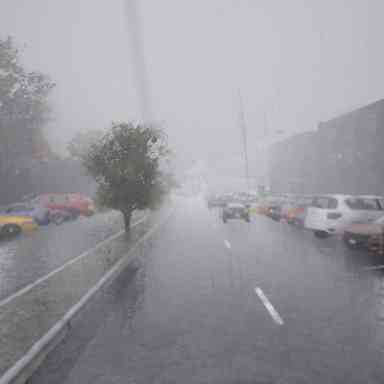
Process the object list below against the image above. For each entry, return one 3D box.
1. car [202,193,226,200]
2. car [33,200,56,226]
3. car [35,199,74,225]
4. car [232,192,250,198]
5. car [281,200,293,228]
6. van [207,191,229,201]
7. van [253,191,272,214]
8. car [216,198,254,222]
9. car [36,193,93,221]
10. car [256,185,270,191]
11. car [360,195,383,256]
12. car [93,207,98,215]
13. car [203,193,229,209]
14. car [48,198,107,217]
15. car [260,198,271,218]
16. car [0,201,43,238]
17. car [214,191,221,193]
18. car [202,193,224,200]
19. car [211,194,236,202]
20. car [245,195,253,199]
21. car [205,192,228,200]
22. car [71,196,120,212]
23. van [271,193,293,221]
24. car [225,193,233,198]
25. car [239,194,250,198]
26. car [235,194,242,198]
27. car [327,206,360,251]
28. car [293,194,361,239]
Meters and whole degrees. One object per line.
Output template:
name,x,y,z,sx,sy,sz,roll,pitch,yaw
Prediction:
car,5.105,1.058,78.242,5.366,1.575,1.946,0,1,-26
car,-10.495,1.438,18.791,4.792,1.488,2.163,-1,1,-20
car,-10.450,1.423,21.794,4.792,1.488,2.163,-1,0,-20
car,7.544,1.151,39.124,4.553,1.767,2.185,1,0,-22
car,7.732,1.389,18.028,5.008,1.535,2.097,1,1,-20
van,5.722,0.868,72.255,4.442,1.987,1.878,1,1,-25
van,7.600,1.115,27.016,4.442,1.987,1.878,1,1,-20
car,3.051,1.398,24.550,1.812,1.442,4.674,0,0,0
car,-10.514,1.128,24.741,5.566,2.045,2.435,-1,1,-20
car,19.769,-0.298,93.508,2.002,1.452,4.674,-7,4,-31
car,7.768,1.184,9.027,5.566,2.045,2.435,1,0,-20
car,-10.330,1.358,27.796,5.366,1.575,1.946,-1,0,-20
car,2.834,1.278,41.026,2.128,1.511,4.902,0,0,-1
car,-10.522,1.350,30.696,4.892,1.521,2.231,-1,1,-20
car,7.744,1.387,24.062,4.792,1.488,2.163,1,0,-20
car,-10.288,1.418,15.894,5.366,1.575,1.946,-1,0,-20
car,7.024,0.942,54.207,5.566,2.045,2.435,1,1,-23
car,5.155,1.082,81.303,4.792,1.488,2.163,0,0,-26
car,6.297,1.167,66.288,4.674,1.452,2.002,1,0,-24
car,7.860,1.325,30.145,5.366,1.575,1.946,1,0,-21
car,5.587,0.953,75.328,4.553,1.767,2.185,1,1,-25
car,-10.606,1.320,36.629,5.008,1.535,2.097,-1,1,-21
van,7.620,1.146,20.991,4.442,1.987,1.878,1,1,-20
car,7.407,1.243,45.171,5.008,1.535,2.097,1,0,-22
car,7.670,1.309,33.088,5.008,1.535,2.097,1,1,-21
car,7.609,1.294,36.106,4.892,1.521,2.231,1,0,-21
car,7.740,1.420,12.018,5.008,1.535,2.097,1,1,-20
car,7.760,1.154,15.036,5.566,2.045,2.435,1,0,-20
